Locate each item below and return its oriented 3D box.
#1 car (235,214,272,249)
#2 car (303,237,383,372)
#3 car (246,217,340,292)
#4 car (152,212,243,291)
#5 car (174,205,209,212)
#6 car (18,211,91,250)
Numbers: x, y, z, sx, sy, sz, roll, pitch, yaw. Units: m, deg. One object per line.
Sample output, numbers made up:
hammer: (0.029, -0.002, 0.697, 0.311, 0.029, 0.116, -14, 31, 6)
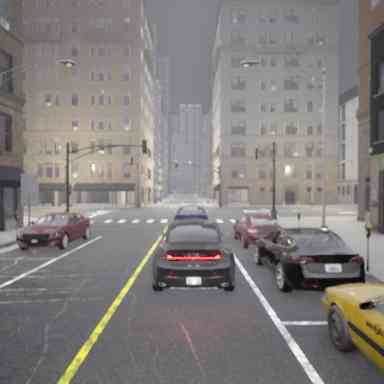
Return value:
car: (2.815, 1.578, 14.342, 1.802, 1.307, 4.206, -1, 0, 0)
car: (2.854, 1.524, 3.340, 1.752, 1.417, 4.829, -1, 0, 0)
car: (2.835, 1.563, 8.757, 1.947, 1.339, 4.313, -1, 0, 0)
car: (0.038, 1.503, 8.982, 1.837, 1.490, 4.892, 0, 0, 0)
car: (-0.031, 1.472, 18.932, 1.882, 1.535, 5.008, 0, 0, 0)
car: (-5.730, 1.541, 14.309, 1.887, 1.381, 4.507, -1, 0, 0)
